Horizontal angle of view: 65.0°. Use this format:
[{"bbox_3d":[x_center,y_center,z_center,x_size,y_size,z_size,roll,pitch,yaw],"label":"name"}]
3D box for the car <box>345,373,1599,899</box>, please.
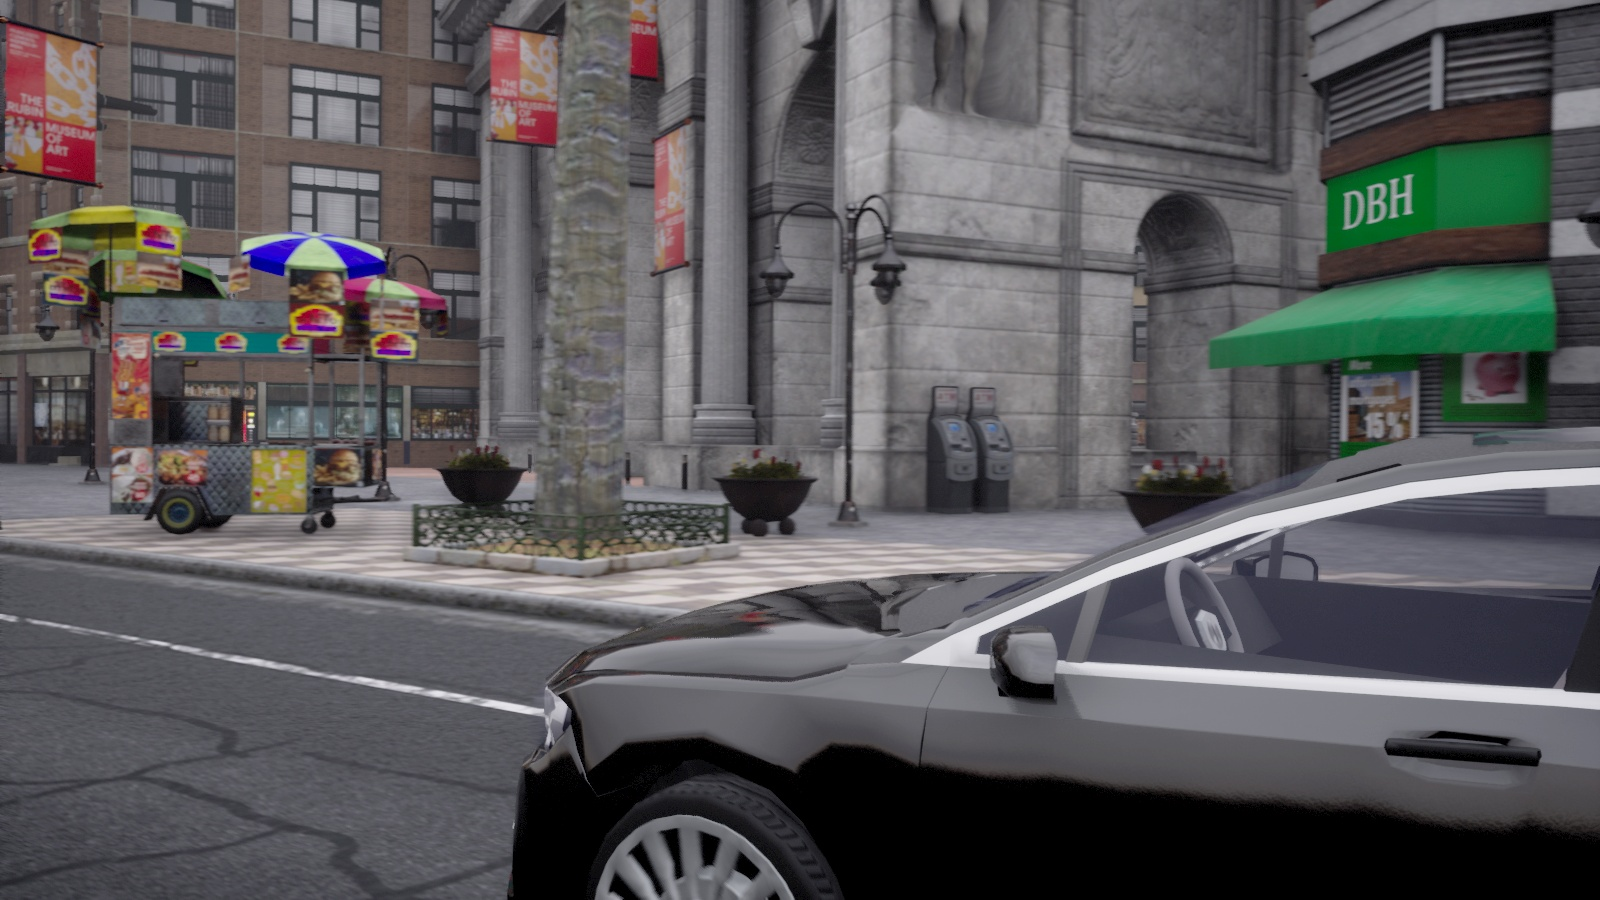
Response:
[{"bbox_3d":[1.525,0.638,2.614,4.902,1.511,2.128,0,1,34],"label":"car"}]
